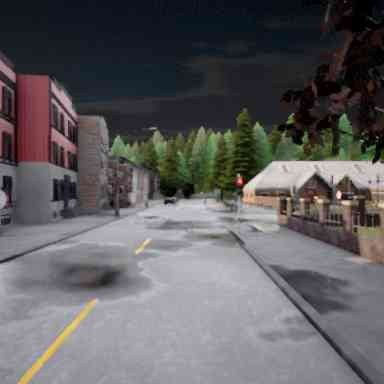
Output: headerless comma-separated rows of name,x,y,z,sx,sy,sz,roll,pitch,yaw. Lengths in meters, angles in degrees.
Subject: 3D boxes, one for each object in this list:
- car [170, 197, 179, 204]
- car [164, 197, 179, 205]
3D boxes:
car,-3.973,1.799,75.059,1.812,1.442,4.674,0,0,0
car,-4.013,1.595,59.784,2.033,1.411,5.357,0,0,0
